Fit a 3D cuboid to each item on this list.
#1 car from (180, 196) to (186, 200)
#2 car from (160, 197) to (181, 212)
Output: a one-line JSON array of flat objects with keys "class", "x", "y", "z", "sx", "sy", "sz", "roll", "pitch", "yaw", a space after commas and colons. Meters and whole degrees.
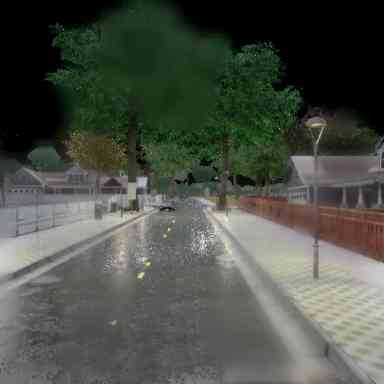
[{"class": "car", "x": -2.750, "y": 1.672, "z": 94.712, "sx": 1.895, "sy": 1.301, "sz": 4.718, "roll": 0, "pitch": 0, "yaw": 0}, {"class": "car", "x": -2.750, "y": 1.597, "z": 39.672, "sx": 2.033, "sy": 1.411, "sz": 5.357, "roll": 0, "pitch": 0, "yaw": 0}]
